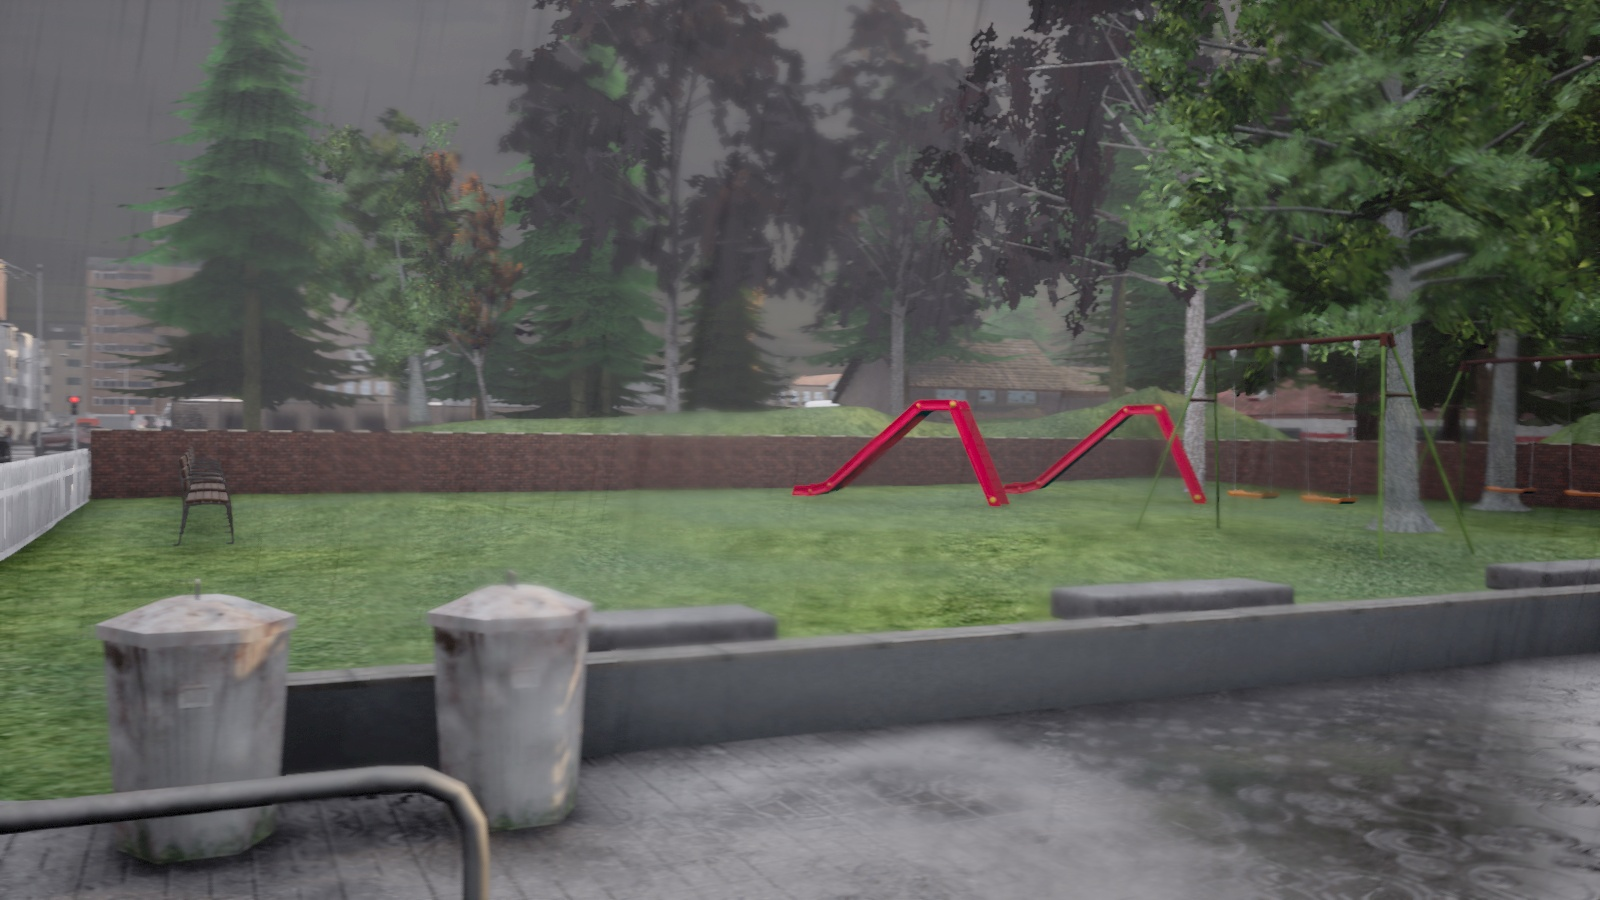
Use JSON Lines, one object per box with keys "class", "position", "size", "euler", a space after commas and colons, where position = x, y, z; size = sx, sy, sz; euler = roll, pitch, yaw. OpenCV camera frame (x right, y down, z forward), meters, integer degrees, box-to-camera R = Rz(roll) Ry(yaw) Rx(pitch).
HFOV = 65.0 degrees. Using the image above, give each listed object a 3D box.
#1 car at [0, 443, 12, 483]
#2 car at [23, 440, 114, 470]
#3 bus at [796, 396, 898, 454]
{"class": "car", "position": [-32.374, 0.518, 49.466], "size": [1.789, 1.549, 3.705], "euler": [-1, 1, -25]}
{"class": "car", "position": [-42.764, 0.281, 73.415], "size": [4.856, 1.649, 2.033], "euler": [0, 2, 23]}
{"class": "bus", "position": [3.520, -1.885, 98.237], "size": [3.944, 4.253, 10.273], "euler": [-1, 1, -23]}
